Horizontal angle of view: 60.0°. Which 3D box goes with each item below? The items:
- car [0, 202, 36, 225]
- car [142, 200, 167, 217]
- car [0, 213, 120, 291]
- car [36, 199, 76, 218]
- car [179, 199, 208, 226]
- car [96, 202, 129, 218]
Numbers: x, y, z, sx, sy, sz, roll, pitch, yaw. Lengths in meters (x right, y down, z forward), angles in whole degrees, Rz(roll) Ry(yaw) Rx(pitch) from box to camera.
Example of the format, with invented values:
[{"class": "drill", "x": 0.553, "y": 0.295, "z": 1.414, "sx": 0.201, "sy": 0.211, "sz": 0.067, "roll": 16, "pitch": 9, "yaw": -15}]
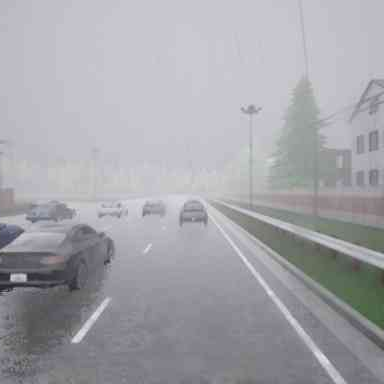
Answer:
[{"class": "car", "x": -6.901, "y": 1.345, "z": 9.994, "sx": 2.097, "sy": 1.767, "sz": 4.553, "roll": 0, "pitch": 0, "yaw": 0}, {"class": "car", "x": -3.400, "y": 1.471, "z": 30.556, "sx": 2.128, "sy": 1.511, "sz": 4.902, "roll": 0, "pitch": 0, "yaw": 0}, {"class": "car", "x": -3.413, "y": 1.520, "z": 8.841, "sx": 1.812, "sy": 1.442, "sz": 4.674, "roll": 0, "pitch": 0, "yaw": 0}, {"class": "car", "x": -10.400, "y": 1.531, "z": 24.939, "sx": 2.033, "sy": 1.411, "sz": 5.357, "roll": 0, "pitch": 0, "yaw": 0}, {"class": "car", "x": 0.100, "y": 1.476, "z": 23.057, "sx": 2.128, "sy": 1.511, "sz": 4.902, "roll": 0, "pitch": 0, "yaw": 0}, {"class": "car", "x": -6.901, "y": 1.581, "z": 29.488, "sx": 1.895, "sy": 1.301, "sz": 4.718, "roll": 0, "pitch": 0, "yaw": 0}]
